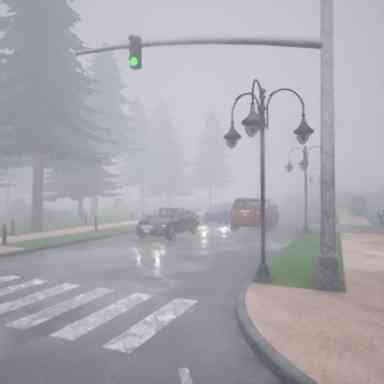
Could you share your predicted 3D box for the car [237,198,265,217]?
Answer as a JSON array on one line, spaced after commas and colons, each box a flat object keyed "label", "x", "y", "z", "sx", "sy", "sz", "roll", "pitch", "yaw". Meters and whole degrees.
[{"label": "car", "x": 6.420, "y": 1.588, "z": 35.758, "sx": 2.097, "sy": 1.767, "sz": 4.553, "roll": 0, "pitch": -1, "yaw": 23}]

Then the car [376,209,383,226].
[{"label": "car", "x": 13.132, "y": 1.269, "z": 19.591, "sx": 3.866, "sy": 1.878, "sz": 1.905, "roll": 0, "pitch": 0, "yaw": 23}]

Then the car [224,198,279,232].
[{"label": "car", "x": 4.078, "y": 1.390, "z": 21.242, "sx": 2.150, "sy": 2.045, "sz": 5.566, "roll": 0, "pitch": 0, "yaw": 24}]

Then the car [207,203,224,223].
[{"label": "car", "x": 2.592, "y": 1.659, "z": 26.824, "sx": 1.882, "sy": 1.535, "sz": 5.008, "roll": 0, "pitch": 0, "yaw": 24}]

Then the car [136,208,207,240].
[{"label": "car", "x": -1.195, "y": 1.620, "z": 18.084, "sx": 2.128, "sy": 1.511, "sz": 4.902, "roll": 0, "pitch": 0, "yaw": 23}]

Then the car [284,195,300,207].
[{"label": "car", "x": 17.623, "y": 1.595, "z": 58.757, "sx": 2.150, "sy": 2.045, "sz": 5.566, "roll": 0, "pitch": 0, "yaw": 10}]
